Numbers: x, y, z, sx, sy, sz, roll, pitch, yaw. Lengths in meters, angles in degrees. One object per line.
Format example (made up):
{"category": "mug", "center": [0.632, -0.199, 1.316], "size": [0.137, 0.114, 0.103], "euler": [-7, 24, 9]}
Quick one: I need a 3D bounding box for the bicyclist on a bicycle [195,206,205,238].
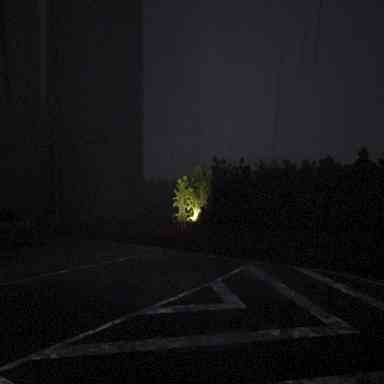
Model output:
{"category": "bicyclist on a bicycle", "center": [0.584, 1.515, 16.036], "size": [0.582, 1.620, 1.656], "euler": [-1, 4, -41]}

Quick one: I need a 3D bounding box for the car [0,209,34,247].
{"category": "car", "center": [-8.487, 1.483, 13.030], "size": [1.851, 1.617, 3.988], "euler": [0, 0, 35]}
